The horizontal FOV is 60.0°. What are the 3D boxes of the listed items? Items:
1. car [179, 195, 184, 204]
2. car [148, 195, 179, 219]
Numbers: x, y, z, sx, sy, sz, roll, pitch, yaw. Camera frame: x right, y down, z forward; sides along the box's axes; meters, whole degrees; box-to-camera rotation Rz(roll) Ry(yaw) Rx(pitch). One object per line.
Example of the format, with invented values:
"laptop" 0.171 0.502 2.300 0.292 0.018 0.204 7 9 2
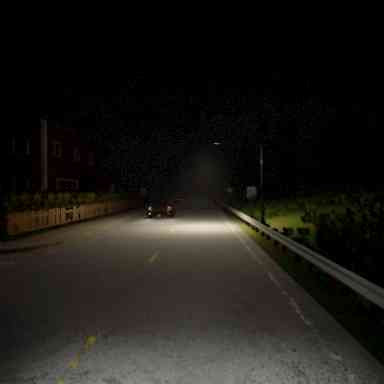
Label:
"car" -2.031 1.116 45.238 1.882 1.535 5.008 0 0 2
"car" -2.611 1.375 29.575 2.097 1.767 4.553 0 0 2
